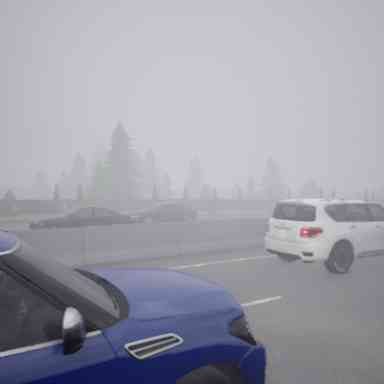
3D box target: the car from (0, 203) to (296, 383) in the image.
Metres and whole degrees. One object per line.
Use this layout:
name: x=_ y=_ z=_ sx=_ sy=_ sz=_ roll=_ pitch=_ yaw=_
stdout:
car: x=-1.974 y=1.209 z=2.253 sx=5.566 sy=2.045 sz=2.150 roll=0 pitch=0 yaw=-36

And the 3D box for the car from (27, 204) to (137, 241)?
car: x=-5.490 y=1.434 z=16.847 sx=5.008 sy=1.535 sz=1.882 roll=0 pitch=0 yaw=-32

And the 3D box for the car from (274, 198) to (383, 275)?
car: x=4.882 y=1.229 z=10.598 sx=5.566 sy=2.045 sz=2.150 roll=0 pitch=0 yaw=-29
